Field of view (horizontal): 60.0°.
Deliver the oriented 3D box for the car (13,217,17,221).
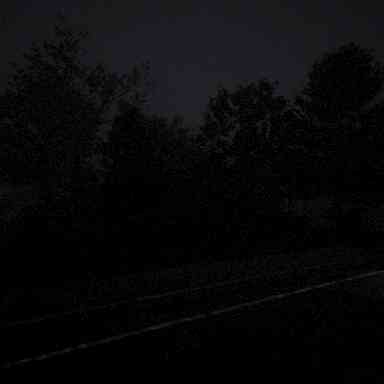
[{"bbox_3d":[-41.031,6.301,80.164,5.008,1.535,1.882,-2,-3,17],"label":"car"}]
